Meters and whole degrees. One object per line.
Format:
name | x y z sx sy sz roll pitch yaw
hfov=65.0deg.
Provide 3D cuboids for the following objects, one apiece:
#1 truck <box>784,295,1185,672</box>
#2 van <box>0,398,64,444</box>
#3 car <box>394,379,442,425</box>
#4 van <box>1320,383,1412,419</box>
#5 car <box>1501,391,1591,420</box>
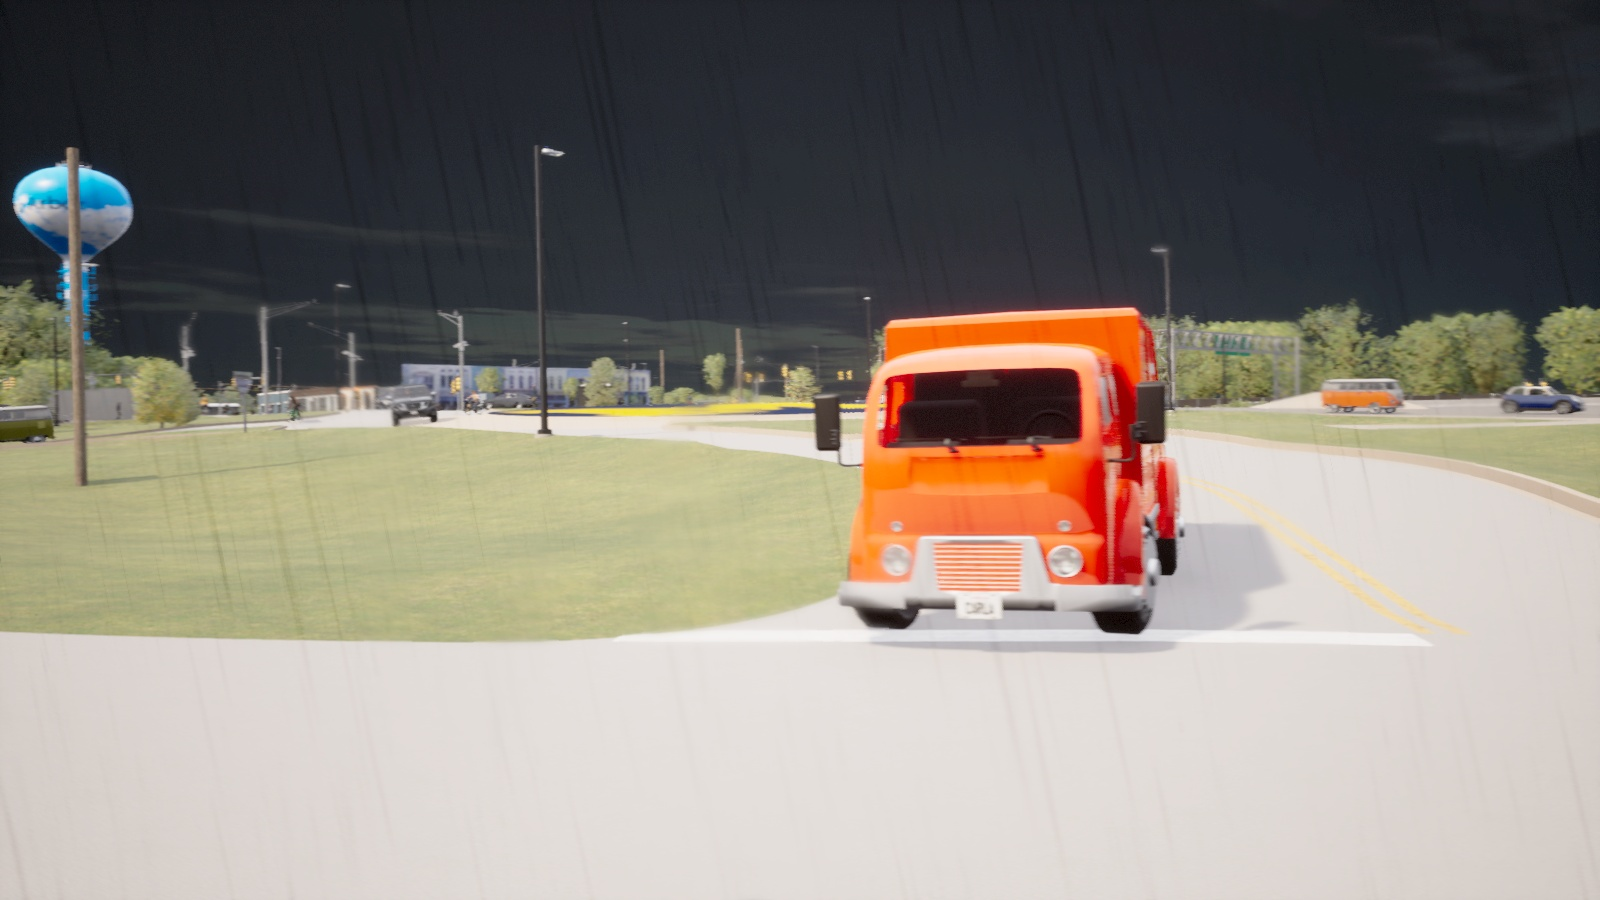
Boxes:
truck | 1.971 0.065 11.067 2.627 2.467 5.204 -1 4 18
van | -37.585 -1.303 59.287 4.442 1.987 1.775 -7 5 -44
car | -20.334 -2.590 66.702 2.150 2.045 5.566 -7 6 -17
van | 32.143 -2.811 71.459 1.775 1.987 4.442 -2 4 -34
car | 40.236 -2.405 67.748 3.806 1.475 1.970 3 4 43
